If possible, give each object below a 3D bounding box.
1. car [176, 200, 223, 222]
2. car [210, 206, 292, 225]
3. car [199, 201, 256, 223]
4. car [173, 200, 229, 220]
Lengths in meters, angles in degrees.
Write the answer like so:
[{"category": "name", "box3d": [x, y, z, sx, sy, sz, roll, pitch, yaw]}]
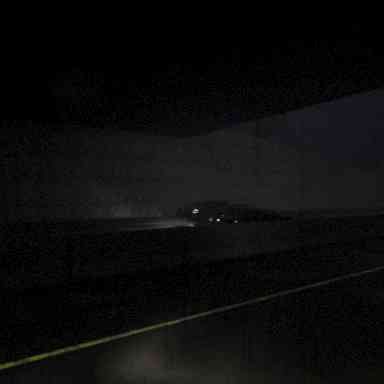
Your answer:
[{"category": "car", "box3d": [1.328, 1.442, 26.417, 4.553, 1.767, 2.097, 0, 0, -35]}, {"category": "car", "box3d": [3.651, 1.679, 19.480, 4.718, 1.301, 1.895, 0, 0, -35]}, {"category": "car", "box3d": [3.254, 1.580, 23.492, 4.902, 1.511, 2.128, 0, 0, -35]}, {"category": "car", "box3d": [0.900, 1.578, 30.408, 5.008, 1.535, 1.882, 0, 0, -35]}]
